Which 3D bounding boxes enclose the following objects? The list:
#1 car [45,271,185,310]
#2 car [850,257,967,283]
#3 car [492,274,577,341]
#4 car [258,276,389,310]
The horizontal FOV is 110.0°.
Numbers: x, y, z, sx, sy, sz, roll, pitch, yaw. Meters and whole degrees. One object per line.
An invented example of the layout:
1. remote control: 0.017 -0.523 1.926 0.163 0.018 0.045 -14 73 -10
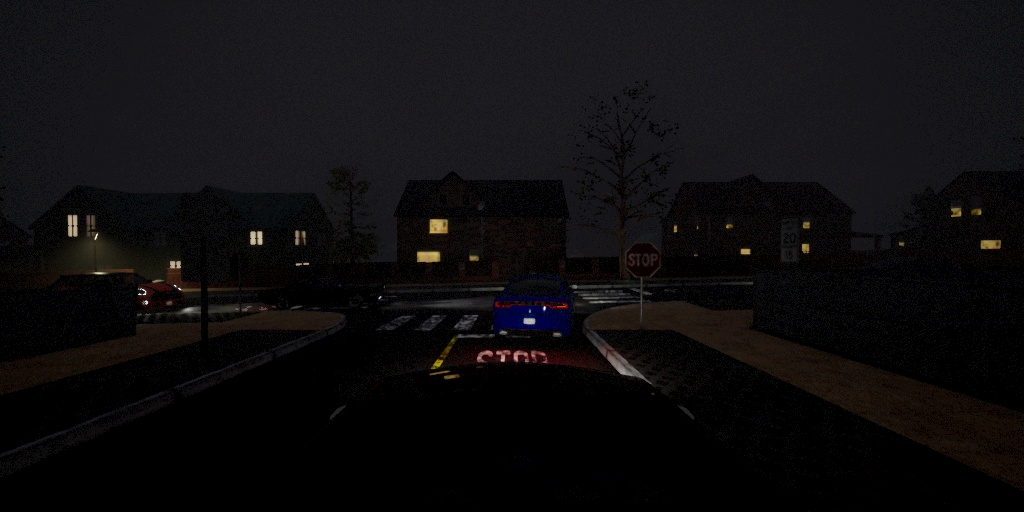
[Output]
1. car: -16.802 1.471 15.213 4.553 1.767 2.097 -1 1 0
2. car: 19.983 0.755 18.190 5.357 1.411 2.033 -1 1 0
3. car: 0.784 1.226 10.015 1.882 1.535 5.008 0 0 10
4. car: -7.814 1.506 15.222 4.718 1.301 1.895 -1 1 0
